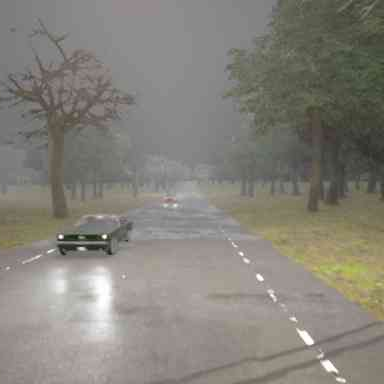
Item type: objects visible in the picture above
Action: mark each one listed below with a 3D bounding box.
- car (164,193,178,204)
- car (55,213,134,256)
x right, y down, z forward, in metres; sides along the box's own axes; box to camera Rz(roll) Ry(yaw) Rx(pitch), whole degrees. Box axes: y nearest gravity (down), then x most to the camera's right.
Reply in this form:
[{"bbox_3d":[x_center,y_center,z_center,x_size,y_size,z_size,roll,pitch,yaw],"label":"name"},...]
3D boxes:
[{"bbox_3d":[-3.560,1.030,55.999,2.097,1.767,4.553,0,0,1],"label":"car"},{"bbox_3d":[-3.602,1.547,13.099,1.895,1.301,4.718,0,0,0],"label":"car"}]
